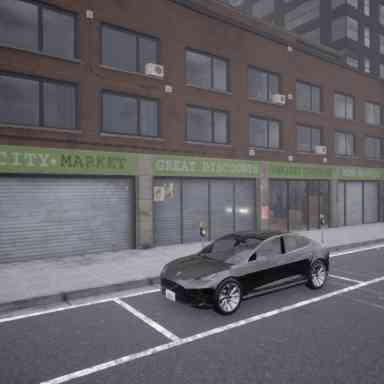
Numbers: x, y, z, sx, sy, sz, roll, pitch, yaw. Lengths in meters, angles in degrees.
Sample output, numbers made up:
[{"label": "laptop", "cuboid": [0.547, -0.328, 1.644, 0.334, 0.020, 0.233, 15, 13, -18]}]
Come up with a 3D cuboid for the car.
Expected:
[{"label": "car", "cuboid": [1.361, 1.565, 7.523, 4.313, 1.339, 1.947, 0, -1, -36]}]
